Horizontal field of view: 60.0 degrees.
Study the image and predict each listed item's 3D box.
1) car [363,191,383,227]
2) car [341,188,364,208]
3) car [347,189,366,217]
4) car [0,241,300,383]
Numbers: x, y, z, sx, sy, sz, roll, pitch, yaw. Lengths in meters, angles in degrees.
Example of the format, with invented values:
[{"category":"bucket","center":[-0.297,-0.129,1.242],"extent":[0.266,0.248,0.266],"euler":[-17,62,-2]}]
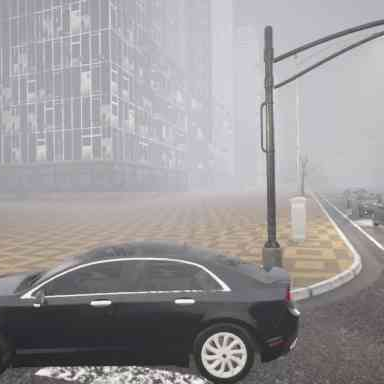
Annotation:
[{"category":"car","center":[9.106,0.928,14.355],"extent":[2.128,1.511,4.902],"euler":[-1,2,18]},{"category":"car","center":[13.188,0.453,26.701],"extent":[2.128,1.511,4.902],"euler":[-1,2,18]},{"category":"car","center":[11.175,0.759,20.643],"extent":[1.994,1.385,4.181],"euler":[-1,2,17]},{"category":"car","center":[-1.014,1.505,4.750],"extent":[4.892,1.490,1.837],"euler":[0,0,0]}]
